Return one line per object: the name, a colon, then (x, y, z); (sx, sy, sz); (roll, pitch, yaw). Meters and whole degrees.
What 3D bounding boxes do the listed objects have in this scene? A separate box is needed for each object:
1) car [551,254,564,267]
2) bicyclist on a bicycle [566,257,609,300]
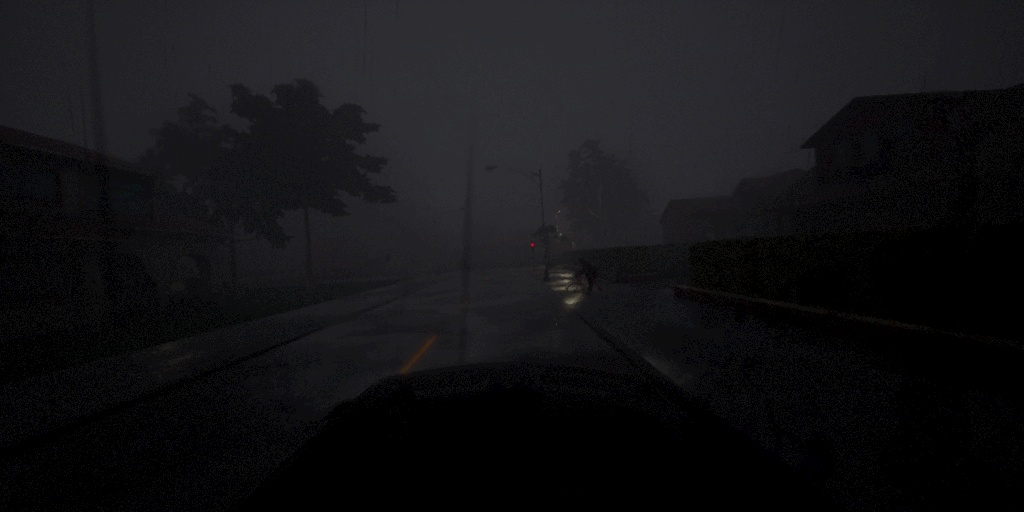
car: (6.976, 0.474, 46.968); (4.553, 1.767, 2.097); (-4, 0, -8)
bicyclist on a bicycle: (2.857, 0.863, 13.677); (1.656, 1.620, 0.582); (-4, 0, 0)
